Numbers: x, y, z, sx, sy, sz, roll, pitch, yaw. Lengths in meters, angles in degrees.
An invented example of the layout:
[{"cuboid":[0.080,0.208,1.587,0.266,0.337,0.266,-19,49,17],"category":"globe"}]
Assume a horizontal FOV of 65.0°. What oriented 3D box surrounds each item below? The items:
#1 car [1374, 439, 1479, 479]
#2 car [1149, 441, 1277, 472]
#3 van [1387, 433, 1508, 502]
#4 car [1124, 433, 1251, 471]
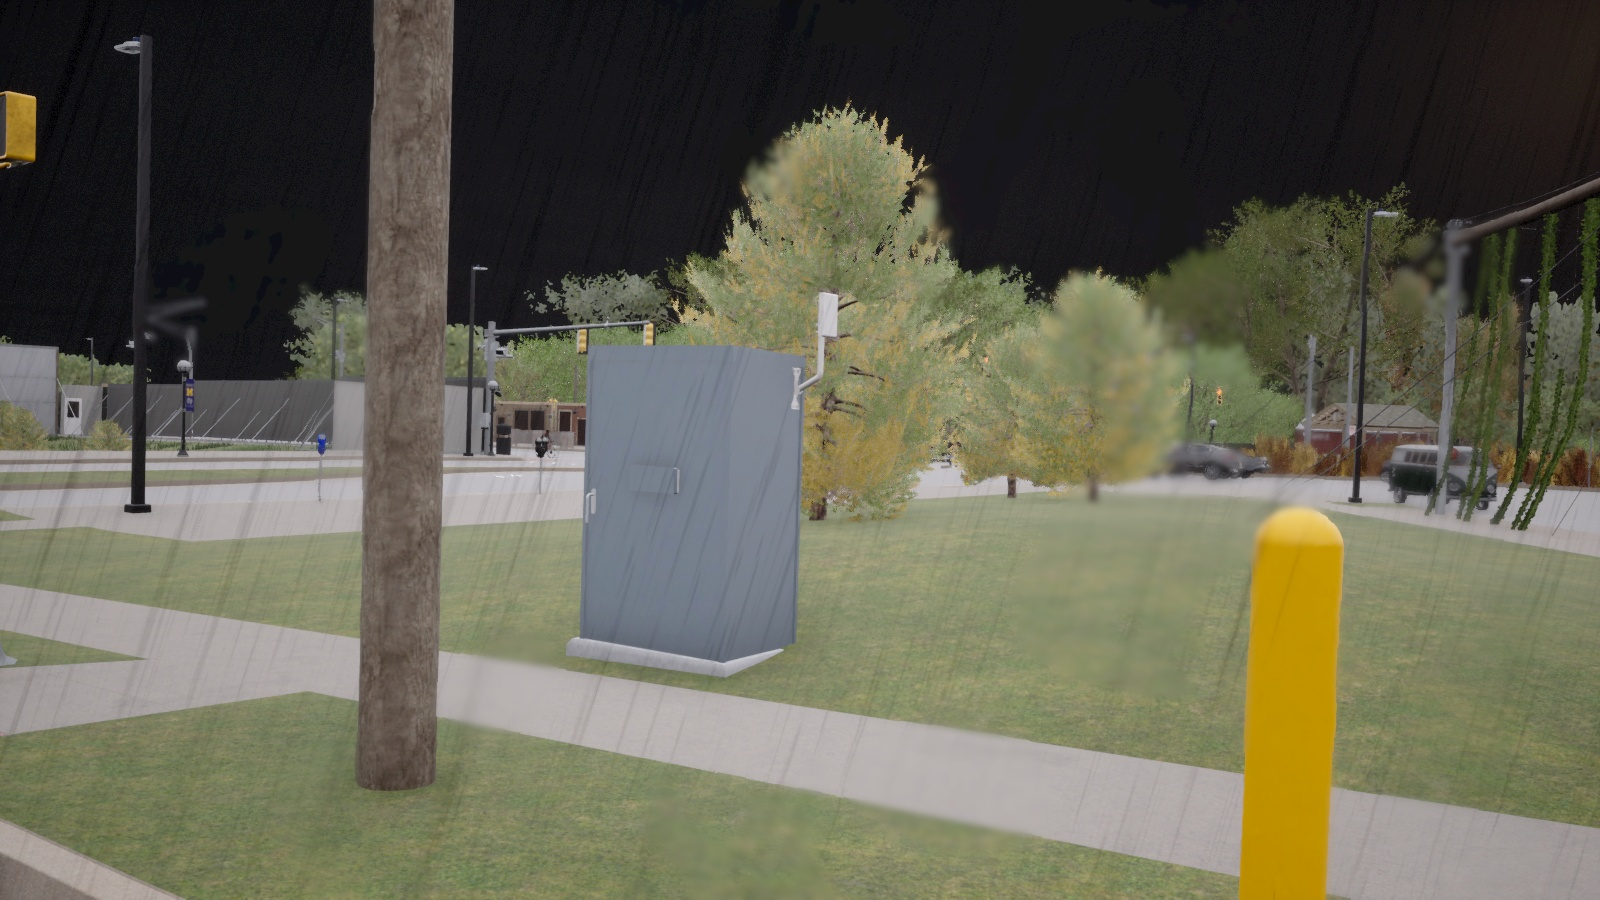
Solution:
[{"cuboid":[26.469,0.341,53.162,1.845,1.501,3.633,-1,2,-22],"category":"car"},{"cuboid":[19.503,0.293,59.383,5.357,1.411,2.033,0,1,34],"category":"car"},{"cuboid":[20.614,0.501,40.193,1.775,1.987,4.442,1,2,4],"category":"van"},{"cuboid":[17.395,0.084,56.400,5.027,1.651,2.152,0,1,34],"category":"car"}]
